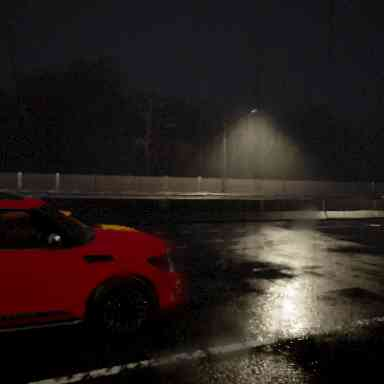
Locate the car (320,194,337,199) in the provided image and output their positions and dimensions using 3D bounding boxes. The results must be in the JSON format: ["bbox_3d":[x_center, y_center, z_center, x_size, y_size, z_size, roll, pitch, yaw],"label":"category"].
[{"bbox_3d":[19.300,1.011,44.219,5.357,1.411,2.033,1,1,-21],"label":"car"}]

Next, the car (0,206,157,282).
[{"bbox_3d":[-3.591,1.186,8.544,5.008,1.535,1.882,1,1,-22],"label":"car"}]

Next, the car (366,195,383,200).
[{"bbox_3d":[22.971,1.144,38.163,4.902,1.511,2.128,1,1,-21],"label":"car"}]

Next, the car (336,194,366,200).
[{"bbox_3d":[20.982,1.104,41.126,5.357,1.411,2.033,1,1,-21],"label":"car"}]

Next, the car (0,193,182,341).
[{"bbox_3d":[-2.947,1.043,5.007,5.566,2.045,2.150,1,2,-22],"label":"car"}]
